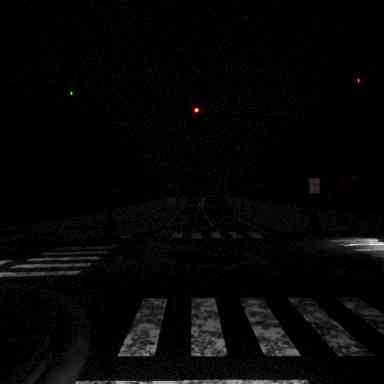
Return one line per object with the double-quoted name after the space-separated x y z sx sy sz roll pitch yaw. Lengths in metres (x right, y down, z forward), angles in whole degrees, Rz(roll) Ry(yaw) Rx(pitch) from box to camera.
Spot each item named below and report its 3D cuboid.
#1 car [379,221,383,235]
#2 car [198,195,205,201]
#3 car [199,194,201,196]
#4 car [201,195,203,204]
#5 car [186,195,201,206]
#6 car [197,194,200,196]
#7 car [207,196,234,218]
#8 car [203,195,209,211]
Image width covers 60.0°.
9.769 1.238 13.099 4.181 1.385 1.994 -2 0 0 "car"
2.624 1.702 94.767 1.967 1.590 4.097 -1 0 0 "car"
2.985 1.499 68.109 2.097 1.767 4.553 0 0 0 "car"
2.626 1.369 40.743 2.192 1.841 5.009 -1 0 0 "car"
0.059 1.664 56.173 1.994 1.385 4.181 0 0 0 "car"
-0.003 1.681 65.415 2.033 1.411 5.357 0 0 0 "car"
2.628 1.470 29.939 1.967 1.590 4.097 -1 0 0 "car"
2.627 1.356 35.341 2.192 1.841 5.009 -1 0 0 "car"
